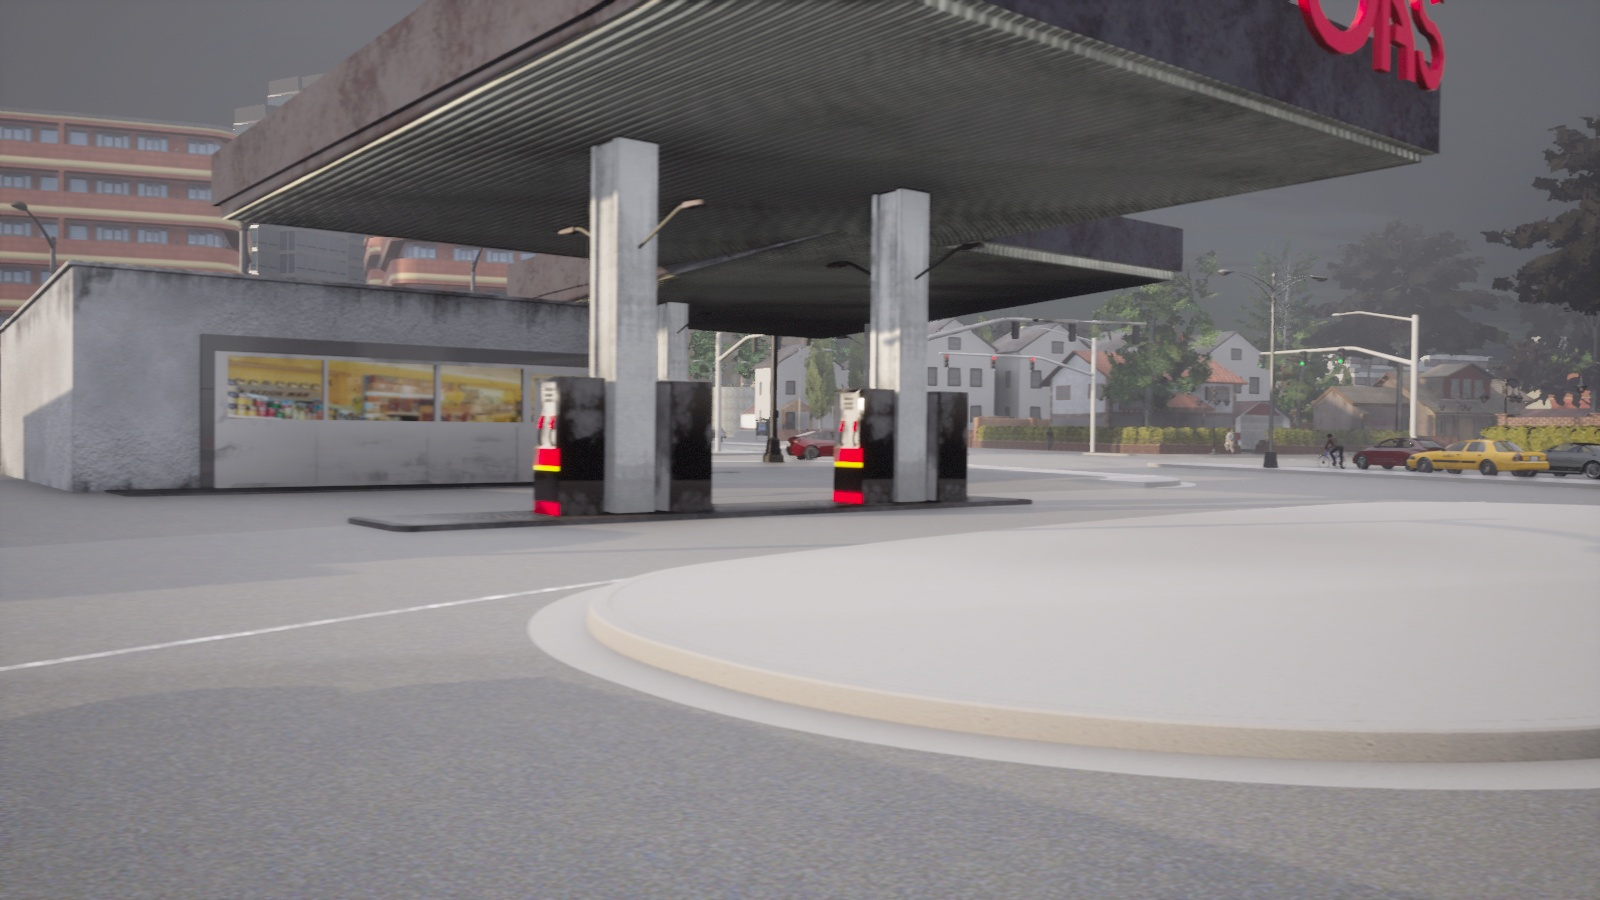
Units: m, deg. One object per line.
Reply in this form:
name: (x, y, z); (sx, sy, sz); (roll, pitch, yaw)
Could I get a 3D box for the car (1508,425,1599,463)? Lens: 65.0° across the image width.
car: (29.937, -0.250, 48.480); (1.994, 1.385, 4.181); (-1, 1, -23)

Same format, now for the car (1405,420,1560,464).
car: (26.192, -0.334, 48.429); (1.801, 1.575, 5.366); (-1, 1, -21)

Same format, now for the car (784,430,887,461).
car: (1.760, -0.249, 63.238); (4.792, 1.488, 2.163); (-1, 1, -14)

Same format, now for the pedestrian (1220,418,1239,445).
pedestrian: (29.823, -1.277, 87.159); (0.900, 1.855, 0.874); (-1, 1, -23)

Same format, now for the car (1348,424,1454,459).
car: (26.886, -0.395, 56.323); (1.816, 1.474, 4.193); (-1, 1, -21)
